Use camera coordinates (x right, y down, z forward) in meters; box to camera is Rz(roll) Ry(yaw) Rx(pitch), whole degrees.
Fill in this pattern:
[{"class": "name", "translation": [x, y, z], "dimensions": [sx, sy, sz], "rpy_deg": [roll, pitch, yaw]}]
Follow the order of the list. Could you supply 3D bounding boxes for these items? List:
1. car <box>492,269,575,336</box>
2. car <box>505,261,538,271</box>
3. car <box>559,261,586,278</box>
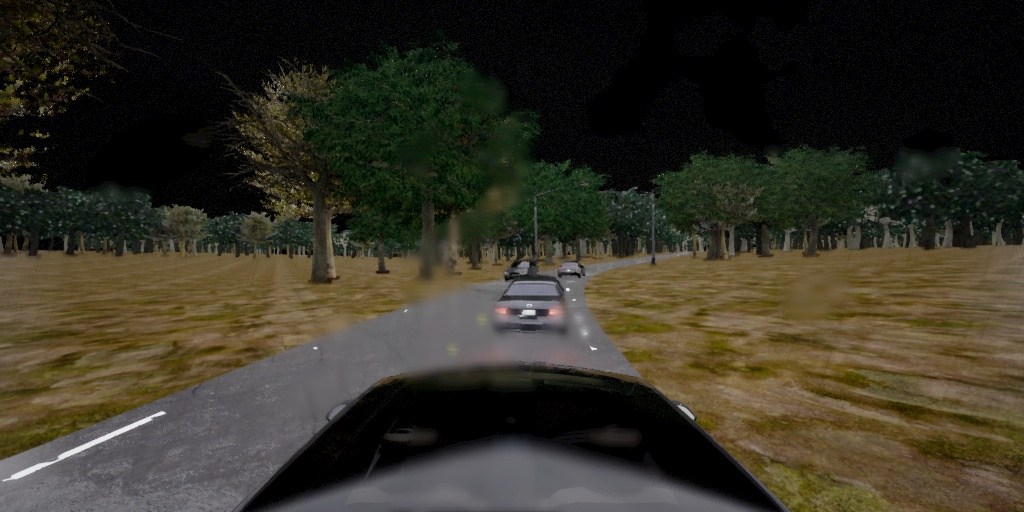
[{"class": "car", "translation": [0.688, 1.280, 10.384], "dimensions": [2.033, 1.411, 5.357], "rpy_deg": [0, 0, 7]}, {"class": "car", "translation": [0.800, 1.128, 27.581], "dimensions": [1.837, 1.490, 4.892], "rpy_deg": [0, 0, 16]}, {"class": "car", "translation": [5.229, 1.126, 31.162], "dimensions": [1.994, 1.385, 4.181], "rpy_deg": [0, 0, 18]}]
